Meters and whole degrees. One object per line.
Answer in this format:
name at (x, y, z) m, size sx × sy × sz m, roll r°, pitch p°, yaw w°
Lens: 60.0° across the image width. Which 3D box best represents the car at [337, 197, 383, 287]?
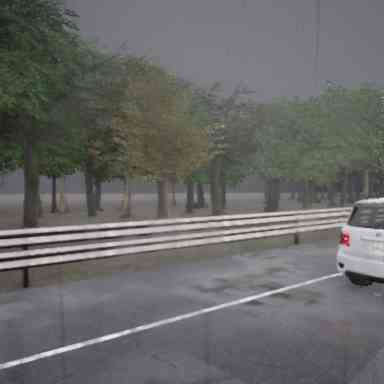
car at (5.722, 1.134, 7.855) m, size 5.566 × 2.045 × 2.150 m, roll 0°, pitch 0°, yaw -35°
